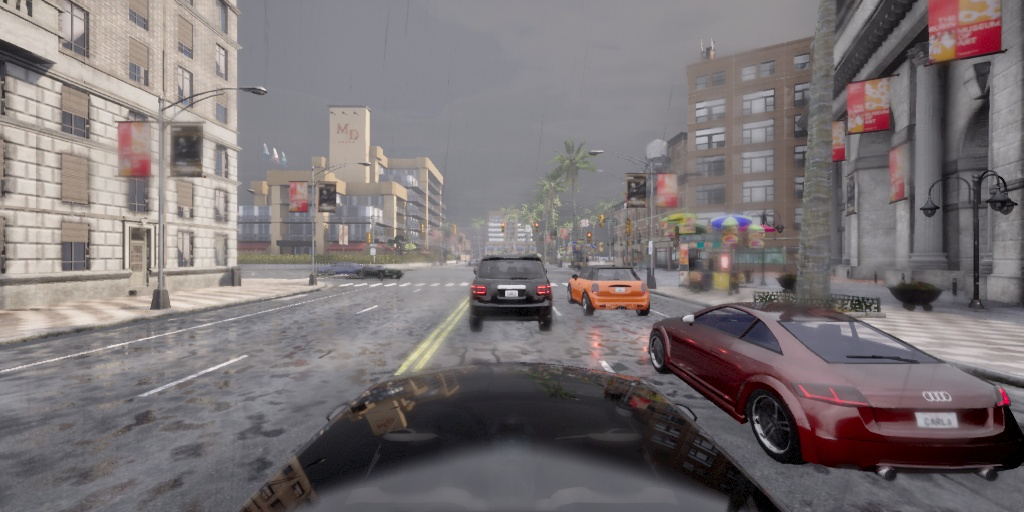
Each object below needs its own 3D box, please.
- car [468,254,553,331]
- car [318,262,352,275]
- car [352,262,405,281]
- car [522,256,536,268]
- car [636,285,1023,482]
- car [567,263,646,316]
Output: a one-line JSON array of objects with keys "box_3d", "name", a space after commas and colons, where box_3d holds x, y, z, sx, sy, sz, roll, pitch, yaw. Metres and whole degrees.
[{"box_3d": [-0.043, 0.971, 11.085, 2.150, 2.045, 5.566, 0, 0, -1], "name": "car"}, {"box_3d": [-17.319, 1.298, 37.654, 5.357, 1.411, 2.033, 0, 0, -4], "name": "car"}, {"box_3d": [-11.233, 1.351, 30.489, 4.718, 1.301, 1.895, 0, 0, 38], "name": "car"}, {"box_3d": [2.821, 0.971, 61.120, 2.150, 2.045, 5.566, 0, 0, -1], "name": "car"}, {"box_3d": [3.478, 1.314, 4.938, 1.994, 1.385, 4.181, 0, 0, 0], "name": "car"}, {"box_3d": [3.432, 1.102, 13.570, 2.097, 1.767, 4.553, 0, 0, -1], "name": "car"}]
